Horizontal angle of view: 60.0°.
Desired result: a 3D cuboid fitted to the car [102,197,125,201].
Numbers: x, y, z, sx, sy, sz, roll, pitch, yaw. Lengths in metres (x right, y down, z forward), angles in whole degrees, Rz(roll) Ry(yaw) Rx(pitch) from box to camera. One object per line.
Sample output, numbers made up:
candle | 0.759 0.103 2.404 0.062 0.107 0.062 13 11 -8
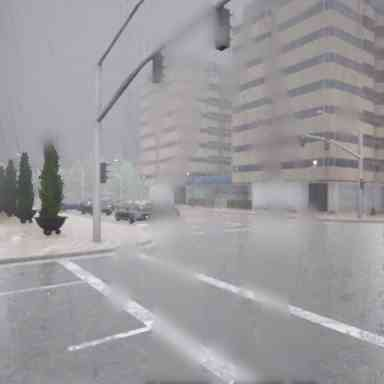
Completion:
car | -8.170 1.575 37.141 2.128 1.511 4.902 0 0 -35

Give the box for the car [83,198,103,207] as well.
car | -16.683 1.670 55.743 1.994 1.385 4.181 0 0 -35

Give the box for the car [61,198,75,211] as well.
car | -15.453 1.542 41.452 1.882 1.535 5.008 0 0 -35

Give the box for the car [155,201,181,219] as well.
car | -2.862 1.588 29.557 1.837 1.490 4.892 0 0 -35

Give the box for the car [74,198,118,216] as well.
car | -9.683 1.611 33.194 2.033 1.411 5.357 0 0 -35

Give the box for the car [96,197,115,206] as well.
car | -15.835 1.652 60.633 1.812 1.442 4.674 0 0 -35

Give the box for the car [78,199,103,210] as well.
car | -13.886 1.648 45.315 1.994 1.385 4.181 0 0 -35

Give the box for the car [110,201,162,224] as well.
car | -4.381 1.627 25.623 1.994 1.385 4.181 0 0 -35
